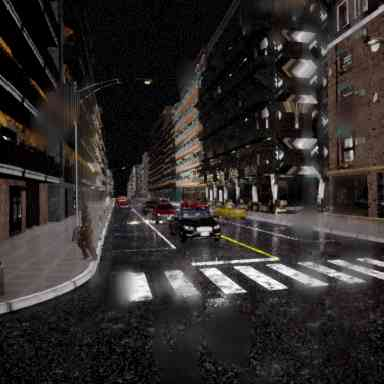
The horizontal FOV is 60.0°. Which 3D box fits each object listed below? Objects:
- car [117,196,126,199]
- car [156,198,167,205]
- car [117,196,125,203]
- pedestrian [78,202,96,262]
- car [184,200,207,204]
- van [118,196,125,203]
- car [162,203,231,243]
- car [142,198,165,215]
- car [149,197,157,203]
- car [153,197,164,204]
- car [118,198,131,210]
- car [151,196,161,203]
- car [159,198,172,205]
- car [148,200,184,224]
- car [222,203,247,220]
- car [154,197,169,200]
[{"bbox_3d":[-14.890,1.838,71.102,2.192,1.841,5.009,-1,0,-13],"label":"car"},{"bbox_3d":[-6.708,1.973,72.927,2.008,1.369,4.403,-1,0,-13],"label":"car"},{"bbox_3d":[-19.879,2.028,93.192,2.192,1.841,5.009,-1,0,-13],"label":"car"},{"bbox_3d":[-3.291,1.242,10.373,0.375,1.860,0.375,-1,0,-13],"label":"pedestrian"},{"bbox_3d":[0.775,1.703,39.789,1.887,1.381,4.507,-1,0,-13],"label":"car"},{"bbox_3d":[-18.631,2.001,87.671,1.690,1.788,3.998,-1,0,-13],"label":"van"},{"bbox_3d":[0.023,1.569,16.822,2.128,1.511,4.902,-1,0,-13],"label":"car"},{"bbox_3d":[-4.452,1.719,36.699,1.837,1.490,4.892,-1,0,-13],"label":"car"},{"bbox_3d":[-10.449,2.141,89.495,1.802,1.307,4.206,-1,0,-13],"label":"car"},{"bbox_3d":[-7.955,2.010,78.451,1.887,1.381,4.507,-1,0,-13],"label":"car"},{"bbox_3d":[-9.897,1.929,49.007,1.802,1.307,4.206,-1,0,-13],"label":"car"},{"bbox_3d":[-9.204,1.952,83.972,1.967,1.590,4.097,-1,0,-13],"label":"car"},{"bbox_3d":[-5.461,1.929,67.404,2.008,1.369,4.403,-1,0,-13],"label":"car"},{"bbox_3d":[-2.178,1.667,26.579,1.812,1.442,4.674,-1,0,-13],"label":"car"},{"bbox_3d":[3.231,1.604,28.911,1.752,1.417,4.829,-1,0,-13],"label":"car"},{"bbox_3d":[-4.216,1.802,50.125,1.812,1.442,4.674,-1,0,-13],"label":"car"}]
